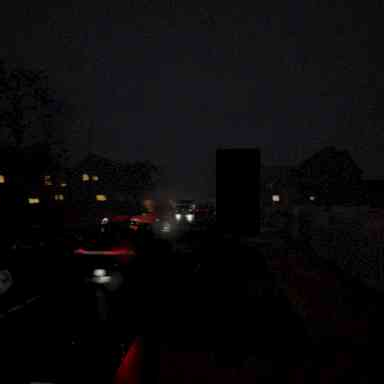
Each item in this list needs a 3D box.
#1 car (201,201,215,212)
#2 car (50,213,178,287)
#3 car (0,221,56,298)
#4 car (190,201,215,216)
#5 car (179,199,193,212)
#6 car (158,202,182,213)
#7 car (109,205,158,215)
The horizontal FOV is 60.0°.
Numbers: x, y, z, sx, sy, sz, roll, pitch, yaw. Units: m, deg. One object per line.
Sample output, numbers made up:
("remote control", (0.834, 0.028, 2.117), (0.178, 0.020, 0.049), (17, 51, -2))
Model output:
("car", (2.480, 2.165, 50.372), (1.882, 1.535, 5.008), (0, -1, 6))
("car", (-1.780, 1.592, 9.703), (2.128, 1.511, 4.902), (0, -1, 6))
("car", (-4.806, 1.580, 8.879), (1.837, 1.490, 4.892), (0, -1, 8))
("car", (1.425, 2.084, 39.906), (2.033, 1.411, 5.357), (0, -1, 7))
("car", (-0.857, 1.923, 44.970), (2.150, 2.045, 5.566), (0, -1, 6))
("car", (-2.542, 1.922, 29.741), (2.033, 1.411, 5.357), (0, -1, 6))
("car", (-3.637, 1.577, 19.335), (2.097, 1.767, 4.553), (0, -1, 6))
